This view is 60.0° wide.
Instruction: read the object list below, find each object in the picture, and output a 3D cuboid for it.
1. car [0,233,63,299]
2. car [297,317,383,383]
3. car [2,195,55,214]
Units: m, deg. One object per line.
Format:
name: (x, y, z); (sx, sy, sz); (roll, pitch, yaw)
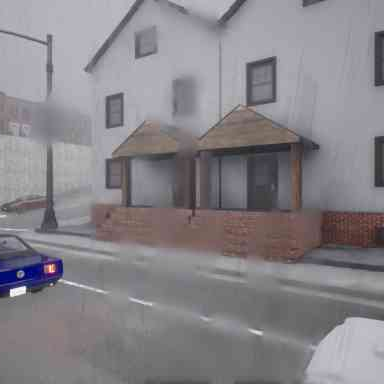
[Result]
car: (-5.096, 1.601, 7.616); (4.718, 1.301, 1.895); (0, 0, 36)
car: (3.015, 1.601, 1.829); (4.718, 1.301, 1.895); (0, 0, 36)
car: (-14.331, 0.973, 29.257); (1.994, 1.385, 4.181); (0, 7, 35)
